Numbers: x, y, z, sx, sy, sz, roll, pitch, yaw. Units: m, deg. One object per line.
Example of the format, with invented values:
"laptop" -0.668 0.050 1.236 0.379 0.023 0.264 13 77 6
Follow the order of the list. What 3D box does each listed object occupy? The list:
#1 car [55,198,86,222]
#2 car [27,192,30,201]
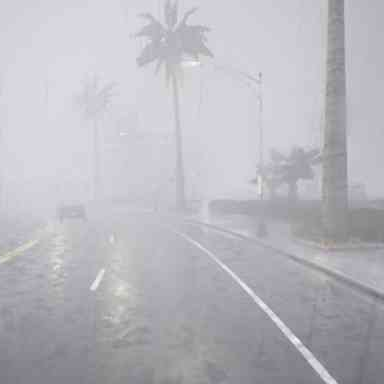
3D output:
"car" -9.899 1.467 26.953 1.882 1.535 5.008 0 0 -27
"car" -37.433 1.450 80.032 4.193 1.474 1.816 0 0 17
